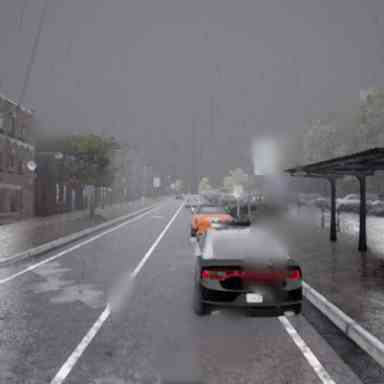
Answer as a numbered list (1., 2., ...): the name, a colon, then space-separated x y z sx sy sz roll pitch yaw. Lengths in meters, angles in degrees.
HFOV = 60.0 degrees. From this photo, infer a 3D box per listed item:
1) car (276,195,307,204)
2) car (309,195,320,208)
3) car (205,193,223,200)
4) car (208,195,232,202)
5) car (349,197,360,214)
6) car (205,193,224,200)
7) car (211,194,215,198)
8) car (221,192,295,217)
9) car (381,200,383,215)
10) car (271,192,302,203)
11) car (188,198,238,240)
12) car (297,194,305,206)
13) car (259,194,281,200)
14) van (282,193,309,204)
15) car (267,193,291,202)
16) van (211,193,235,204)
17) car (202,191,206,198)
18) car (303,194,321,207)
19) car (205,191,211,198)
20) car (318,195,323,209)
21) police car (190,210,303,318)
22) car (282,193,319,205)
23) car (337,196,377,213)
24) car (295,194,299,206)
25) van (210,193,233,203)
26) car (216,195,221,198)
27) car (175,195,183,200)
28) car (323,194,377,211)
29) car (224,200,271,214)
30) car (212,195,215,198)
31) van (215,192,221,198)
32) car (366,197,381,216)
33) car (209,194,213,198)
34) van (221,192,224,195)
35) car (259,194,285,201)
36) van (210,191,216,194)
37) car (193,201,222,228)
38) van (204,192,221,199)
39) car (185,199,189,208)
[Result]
1. car: 18.990 1.370 63.612 5.366 1.575 1.946 0 1 0
2. car: 18.815 1.491 44.177 5.008 1.535 2.097 0 0 0
3. car: 5.674 1.063 85.489 4.553 1.767 2.185 0 1 0
4. car: 5.713 1.338 68.672 4.892 1.521 2.231 0 1 0
5. car: 18.836 1.504 33.073 5.008 1.535 2.097 0 0 0
6. car: 5.676 1.087 82.686 4.553 1.767 2.185 0 1 0
7. car: 5.732 1.512 51.850 4.674 1.452 2.002 0 0 0
8. car: 5.725 1.265 29.416 5.566 2.045 2.435 0 0 0
9. car: 18.864 1.539 27.522 4.792 1.488 2.163 0 0 0
10. car: 18.830 1.098 66.386 5.566 2.045 2.435 0 1 0
11. car: 0.987 1.397 17.675 2.097 1.767 4.553 0 0 0
12. car: 18.786 1.505 49.726 4.792 1.488 2.163 0 0 0
13. car: 18.795 1.227 80.267 4.892 1.521 2.231 0 1 0
14. van: 18.923 1.172 60.836 4.442 1.987 1.878 0 1 0
15. car: 18.828 1.174 71.939 4.553 1.767 2.185 0 1 0
16. van: 5.841 1.160 63.063 4.442 1.987 1.878 0 1 0
17. car: 5.684 1.011 77.079 5.566 2.045 2.435 0 1 0
18. car: 19.003 1.480 46.954 5.366 1.575 1.946 0 0 0
19. car: 5.699 1.160 60.259 5.566 2.045 2.435 0 1 0
20. car: 18.817 1.497 41.399 4.892 1.521 2.231 0 0 0
21. police car: 0.982 1.464 7.805 1.930 1.638 5.238 0 0 0
22. car: 18.837 1.171 58.059 5.566 2.045 2.435 0 1 0
23. car: 18.833 1.502 35.849 5.008 1.535 2.097 0 0 0
24. car: 18.842 1.489 52.509 4.792 1.488 2.163 0 0 0
25. van: 5.839 1.136 65.866 4.442 1.987 1.878 0 1 0
26. car: 5.739 1.505 40.630 5.008 1.535 2.097 0 0 0
27. car: -3.205 1.336 83.538 1.895 1.301 4.718 0 0 0
28. car: 18.797 1.248 38.625 5.566 2.045 2.435 0 0 0
29. car: 5.752 1.551 35.023 4.674 1.452 2.002 0 0 0
30. car: 5.766 1.515 49.042 4.792 1.488 2.163 0 0 0
31. van: 5.625 1.276 43.436 4.442 1.987 1.878 0 0 0
32. car: 18.839 1.508 30.297 4.892 1.521 2.231 0 0 0
33. car: 5.738 1.455 54.653 4.892 1.521 2.231 0 0 0
34. van: 5.863 1.282 37.826 4.442 1.987 1.878 0 0 0
35. car: 18.607 1.248 77.490 5.366 1.575 1.946 0 0 0
36. van: 5.846 1.209 57.459 4.442 1.987 1.878 0 0 0
37. car: 0.990 1.495 23.903 1.801 1.575 5.366 0 0 0
38. van: 5.584 0.913 91.095 4.442 1.987 1.878 0 1 0
39. car: 0.062 1.586 46.232 1.895 1.301 4.718 0 0 1
